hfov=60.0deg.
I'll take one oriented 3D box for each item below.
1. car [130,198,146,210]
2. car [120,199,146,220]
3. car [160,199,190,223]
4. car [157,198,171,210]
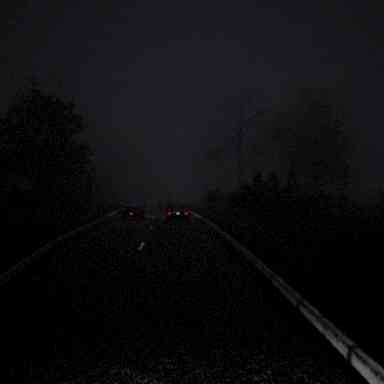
[{"bbox_3d":[-7.033,1.555,43.338,1.994,1.385,4.181,0,0,-9],"label":"car"},{"bbox_3d":[-4.984,1.513,28.251,1.812,1.442,4.674,0,0,-6],"label":"car"},{"bbox_3d":[-1.217,1.535,25.611,2.033,1.411,5.357,0,0,-5],"label":"car"},{"bbox_3d":[-3.409,1.482,42.703,2.128,1.511,4.902,0,0,-9],"label":"car"}]
